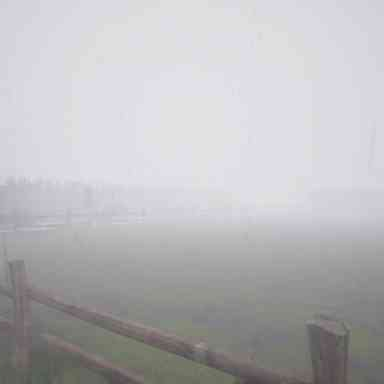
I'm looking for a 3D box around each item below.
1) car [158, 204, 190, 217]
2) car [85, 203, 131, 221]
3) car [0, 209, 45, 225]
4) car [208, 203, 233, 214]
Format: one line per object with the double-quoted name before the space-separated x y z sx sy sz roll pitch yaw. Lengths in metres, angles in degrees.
"car" -2.188 2.305 41.508 2.128 1.511 4.902 -1 -2 36
"car" -8.300 1.926 33.082 2.097 1.767 4.553 -1 -2 36
"car" -13.906 1.955 25.397 1.895 1.301 4.718 -1 -2 37
"car" 4.310 2.422 50.410 2.097 1.767 4.553 -1 -2 36
